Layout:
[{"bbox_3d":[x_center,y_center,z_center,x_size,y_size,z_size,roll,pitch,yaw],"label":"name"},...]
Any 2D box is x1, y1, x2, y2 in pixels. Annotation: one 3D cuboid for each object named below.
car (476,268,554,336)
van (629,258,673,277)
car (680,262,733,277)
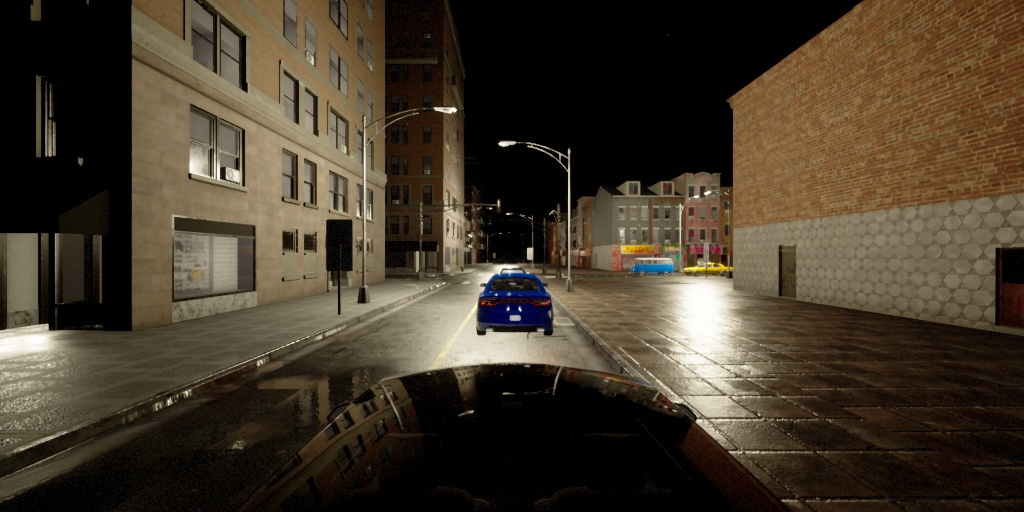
[{"bbox_3d":[0.067,1.227,10.455,1.882,1.535,5.008,0,0,0],"label":"car"},{"bbox_3d":[13.610,1.087,35.015,3.998,1.789,1.690,0,0,0],"label":"van"},{"bbox_3d":[19.051,1.267,35.028,4.829,1.417,1.751,0,0,0],"label":"car"}]
